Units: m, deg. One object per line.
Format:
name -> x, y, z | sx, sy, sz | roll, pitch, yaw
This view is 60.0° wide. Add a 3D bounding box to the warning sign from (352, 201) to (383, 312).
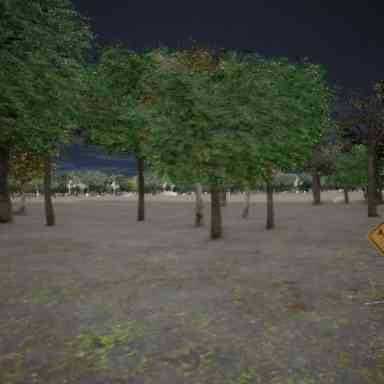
warning sign -> 3.770, 1.125, 5.903 | 1.060, 1.860, 1.300 | 0, 1, -34
